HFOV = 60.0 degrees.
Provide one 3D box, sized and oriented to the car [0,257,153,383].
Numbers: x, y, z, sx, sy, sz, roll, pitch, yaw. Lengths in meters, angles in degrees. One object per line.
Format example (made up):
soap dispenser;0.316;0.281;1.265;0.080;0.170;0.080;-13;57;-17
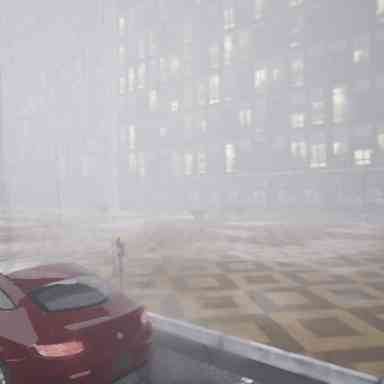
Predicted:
car;-2.396;1.579;4.595;4.206;1.307;1.802;0;-1;36
